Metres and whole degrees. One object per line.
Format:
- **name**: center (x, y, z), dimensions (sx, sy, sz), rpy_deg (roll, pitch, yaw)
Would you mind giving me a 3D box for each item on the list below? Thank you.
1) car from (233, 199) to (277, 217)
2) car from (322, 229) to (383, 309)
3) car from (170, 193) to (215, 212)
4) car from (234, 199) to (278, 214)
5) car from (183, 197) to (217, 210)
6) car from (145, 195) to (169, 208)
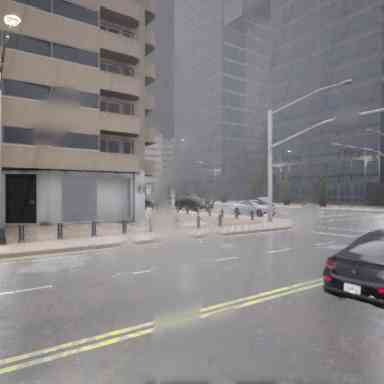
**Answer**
- **car**: center (5.739, 1.470, 31.079), dimensions (1.812, 1.442, 4.674), rpy_deg (0, 0, -35)
- **car**: center (4.692, 1.526, 7.161), dimensions (4.674, 1.442, 1.812), rpy_deg (0, 0, -35)
- **car**: center (0.106, 1.166, 38.946), dimensions (2.150, 2.045, 5.566), rpy_deg (0, 0, -36)
- **car**: center (6.778, 1.470, 35.642), dimensions (1.812, 1.442, 4.674), rpy_deg (0, 0, -36)
- **car**: center (0.972, 1.449, 43.790), dimensions (1.837, 1.490, 4.892), rpy_deg (0, 0, -35)
- **car**: center (-5.640, 1.297, 47.115), dimensions (2.097, 1.767, 4.553), rpy_deg (0, 0, -35)
